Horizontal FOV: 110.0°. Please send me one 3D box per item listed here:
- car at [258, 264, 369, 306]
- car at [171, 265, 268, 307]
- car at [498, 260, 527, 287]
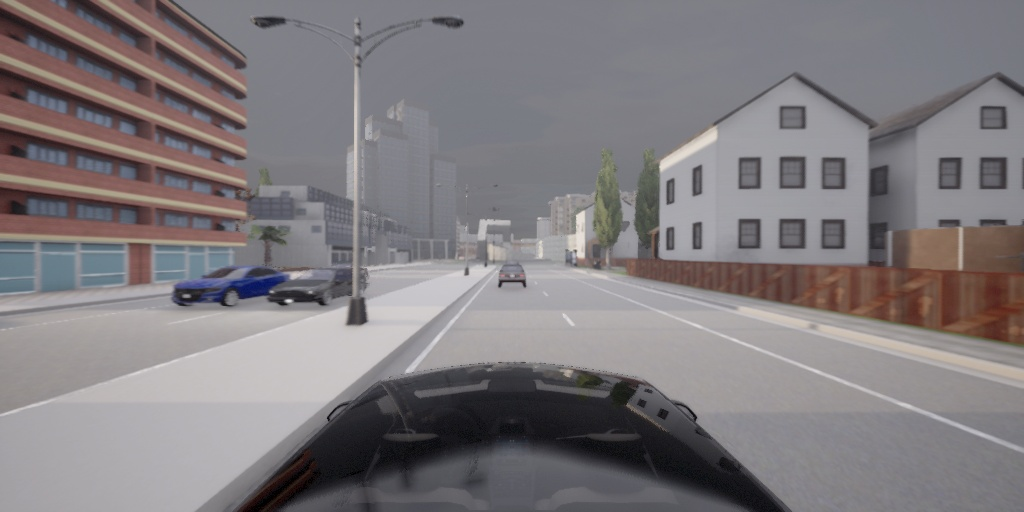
[{"bbox_3d":[-8.028,1.228,15.558,2.033,1.411,5.357,0,0,0],"label":"car"},{"bbox_3d":[-11.530,1.152,15.204,1.882,1.535,5.008,0,0,0],"label":"car"},{"bbox_3d":[0.013,1.222,23.836,2.033,1.411,5.357,0,0,0],"label":"car"}]
